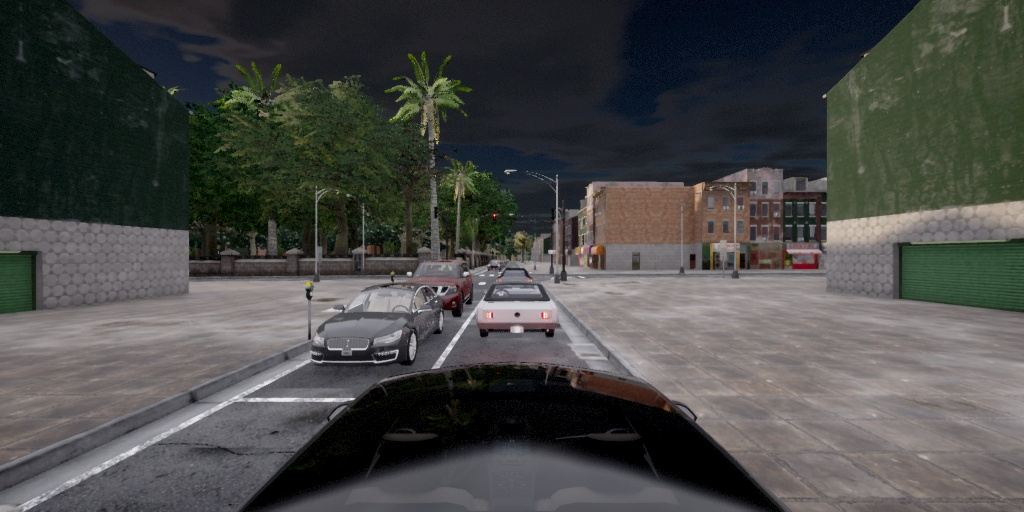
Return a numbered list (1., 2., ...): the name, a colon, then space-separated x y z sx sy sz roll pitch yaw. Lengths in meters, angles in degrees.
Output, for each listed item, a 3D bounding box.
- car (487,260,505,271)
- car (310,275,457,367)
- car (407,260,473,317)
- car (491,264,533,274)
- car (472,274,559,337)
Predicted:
1. car: -2.480 1.292 51.493 1.967 1.591 4.097 0 0 0
2. car: -2.619 1.301 7.883 2.007 1.370 4.403 0 0 0
3. car: -2.602 1.068 13.346 2.192 1.841 5.009 0 0 0
4. car: 0.163 1.324 19.396 1.994 1.385 4.181 0 0 2
5. car: 0.126 1.352 10.224 1.895 1.301 4.718 0 0 0
